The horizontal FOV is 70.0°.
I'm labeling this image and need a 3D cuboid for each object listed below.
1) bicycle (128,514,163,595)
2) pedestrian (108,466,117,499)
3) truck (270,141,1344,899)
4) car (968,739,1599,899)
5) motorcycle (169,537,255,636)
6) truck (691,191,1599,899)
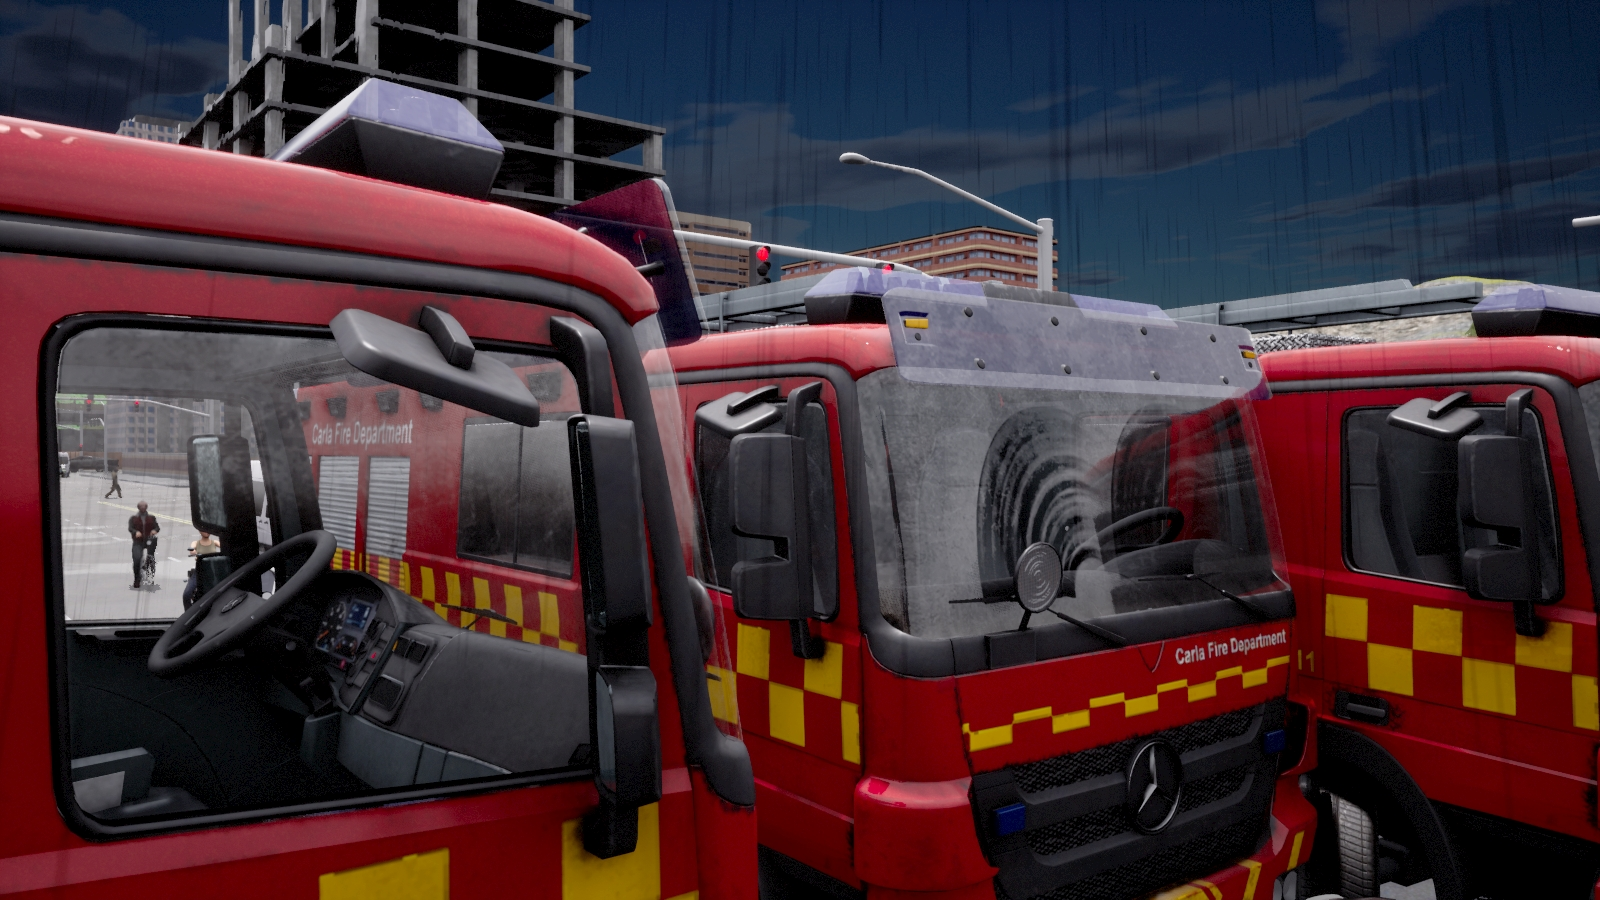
[{"bbox_3d":[-13.115,2.060,22.873,0.329,1.471,1.835,0,0,-39],"label":"bicycle"},{"bbox_3d":[-38.607,1.835,64.197,0.375,1.860,0.375,0,0,-40],"label":"pedestrian"},{"bbox_3d":[-1.099,0.890,8.003,2.891,3.827,8.468,0,0,-38],"label":"truck"},{"bbox_3d":[2.437,2.065,3.109,1.970,1.475,3.806,0,0,-30],"label":"car"},{"bbox_3d":[-9.533,2.155,18.464,0.764,1.307,2.356,0,0,-39],"label":"motorcycle"},{"bbox_3d":[2.348,0.890,8.605,2.891,3.827,8.468,0,0,-31],"label":"truck"}]
